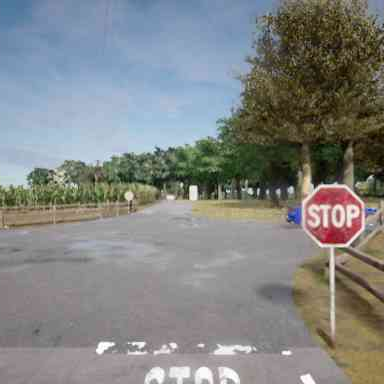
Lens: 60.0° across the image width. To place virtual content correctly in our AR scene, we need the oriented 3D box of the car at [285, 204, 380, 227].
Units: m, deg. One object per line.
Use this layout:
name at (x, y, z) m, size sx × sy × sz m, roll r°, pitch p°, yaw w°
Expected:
car at (7.629, 1.130, 18.120) m, size 5.008 × 1.535 × 1.882 m, roll -2°, pitch -2°, yaw 0°

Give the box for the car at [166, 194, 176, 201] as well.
car at (-4.781, 1.291, 75.136) m, size 1.812 × 1.442 × 4.674 m, roll 0°, pitch 0°, yaw 0°
